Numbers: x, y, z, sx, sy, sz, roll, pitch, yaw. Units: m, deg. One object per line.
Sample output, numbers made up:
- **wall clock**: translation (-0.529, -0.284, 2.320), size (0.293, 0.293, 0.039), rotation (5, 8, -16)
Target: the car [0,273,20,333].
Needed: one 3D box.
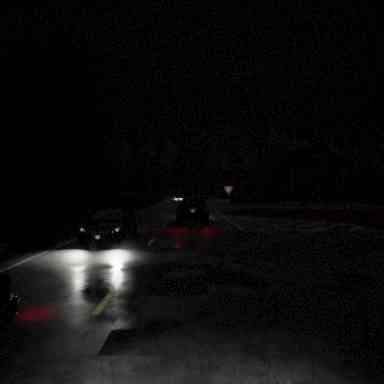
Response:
- **car**: translation (-3.501, 1.527, 2.643), size (2.033, 1.411, 5.357), rotation (0, 0, 0)

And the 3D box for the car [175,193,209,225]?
- **car**: translation (0.064, 1.183, 22.620), size (2.097, 1.767, 4.553), rotation (0, 0, 0)

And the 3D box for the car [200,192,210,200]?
- **car**: translation (2.957, 0.883, 76.657), size (1.816, 1.474, 4.193), rotation (-6, 1, -2)

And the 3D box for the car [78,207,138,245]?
- **car**: translation (-3.593, 1.414, 14.940), size (1.812, 1.442, 4.674), rotation (0, 1, 0)

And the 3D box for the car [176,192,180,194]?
- **car**: translation (-3.517, 0.870, 86.734), size (2.128, 1.511, 4.902), rotation (0, 0, 0)
